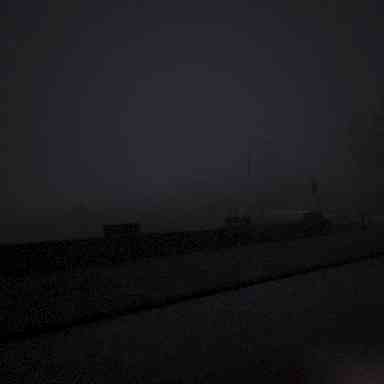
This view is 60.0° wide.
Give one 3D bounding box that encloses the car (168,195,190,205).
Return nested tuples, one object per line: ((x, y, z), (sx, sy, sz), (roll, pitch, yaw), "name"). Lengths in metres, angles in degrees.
((-2.302, 1.352, 57.303), (2.097, 1.767, 4.553), (0, 0, -35), "car")

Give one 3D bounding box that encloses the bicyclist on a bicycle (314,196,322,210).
((15.190, 1.349, 40.104), (1.656, 1.620, 0.582), (0, 0, -36), "bicyclist on a bicycle")

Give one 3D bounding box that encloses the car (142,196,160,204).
((-8.175, 1.478, 65.455), (1.882, 1.535, 5.008), (0, 0, -36), "car")
